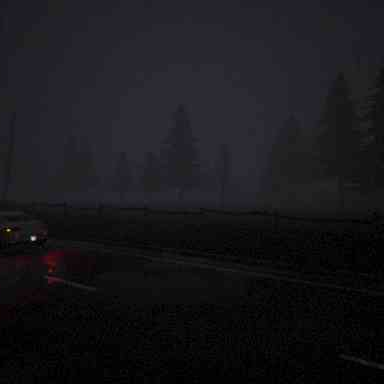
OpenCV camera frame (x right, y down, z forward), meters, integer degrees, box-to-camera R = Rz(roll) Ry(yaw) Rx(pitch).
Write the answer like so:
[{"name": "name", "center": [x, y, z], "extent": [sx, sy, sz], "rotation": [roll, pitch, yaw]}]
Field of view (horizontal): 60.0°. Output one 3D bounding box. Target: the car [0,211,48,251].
[{"name": "car", "center": [-7.858, 1.509, 13.858], "extent": [4.674, 1.442, 1.812], "rotation": [0, 0, 35]}]
